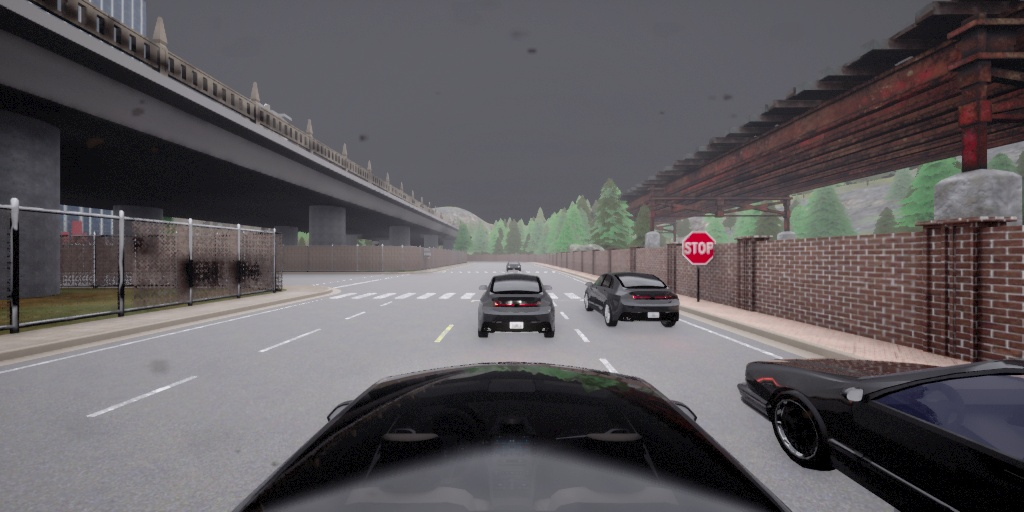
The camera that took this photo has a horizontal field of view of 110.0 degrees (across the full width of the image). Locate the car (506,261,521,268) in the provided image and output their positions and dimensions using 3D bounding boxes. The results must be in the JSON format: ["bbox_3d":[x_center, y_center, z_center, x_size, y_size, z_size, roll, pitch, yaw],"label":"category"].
[{"bbox_3d":[0.213,1.351,46.375,1.895,1.301,4.718,0,0,-1],"label":"car"}]

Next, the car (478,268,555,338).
[{"bbox_3d":[0.104,1.255,10.177,1.837,1.490,4.892,0,0,0],"label":"car"}]

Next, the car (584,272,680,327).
[{"bbox_3d":[3.606,1.255,11.534,1.837,1.490,4.892,0,0,0],"label":"car"}]

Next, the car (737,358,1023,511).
[{"bbox_3d":[3.600,1.297,1.788,2.033,1.411,5.357,0,0,0],"label":"car"}]
